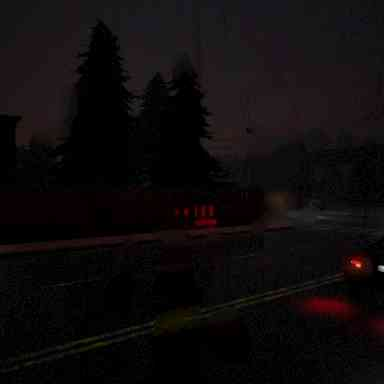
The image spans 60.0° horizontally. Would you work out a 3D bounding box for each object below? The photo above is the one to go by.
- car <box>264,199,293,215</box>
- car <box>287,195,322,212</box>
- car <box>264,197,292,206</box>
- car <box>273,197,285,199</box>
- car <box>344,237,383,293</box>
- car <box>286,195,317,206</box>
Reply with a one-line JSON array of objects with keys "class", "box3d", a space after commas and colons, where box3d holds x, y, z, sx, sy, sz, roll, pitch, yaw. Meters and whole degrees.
[{"class": "car", "box3d": [7.596, 1.601, 34.329, 1.895, 1.301, 4.718, 0, 0, -35]}, {"class": "car", "box3d": [12.901, 1.352, 38.953, 2.097, 1.767, 4.553, 0, 0, -35]}, {"class": "car", "box3d": [14.330, 1.564, 55.477, 1.994, 1.385, 4.181, 0, 0, -35]}, {"class": "car", "box3d": [8.267, 1.478, 39.447, 1.882, 1.535, 5.008, 0, 0, -35]}, {"class": "car", "box3d": [5.798, 1.547, 7.918, 5.357, 1.411, 2.033, 0, 0, -35]}, {"class": "car", "box3d": [18.308, 1.351, 55.914, 2.097, 1.767, 4.553, 0, 0, -35]}]
